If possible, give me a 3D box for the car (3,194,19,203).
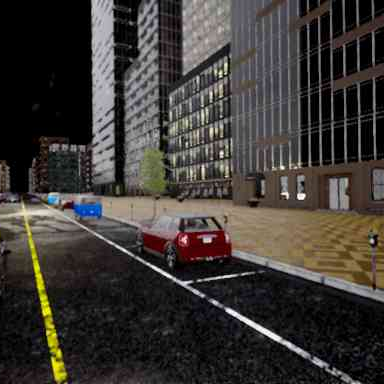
[{"bbox_3d":[-31.230,1.210,58.047,2.128,1.511,4.902,0,0,-27],"label":"car"}]

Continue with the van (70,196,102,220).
[{"bbox_3d":[-8.136,1.188,25.819,1.690,1.788,3.998,0,0,-27],"label":"van"}]

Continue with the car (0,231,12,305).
[{"bbox_3d":[-5.274,1.513,7.660,2.033,1.411,5.357,0,0,-27],"label":"car"}]

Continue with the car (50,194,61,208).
[{"bbox_3d":[-15.893,1.298,40.809,1.752,1.417,4.829,0,0,-27],"label":"car"}]

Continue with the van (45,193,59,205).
[{"bbox_3d":[-20.933,1.067,50.553,1.690,1.788,3.998,0,0,-27],"label":"van"}]

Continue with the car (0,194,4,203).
[{"bbox_3d":[-36.055,1.259,61.543,1.887,1.381,4.507,1,0,-27],"label":"car"}]

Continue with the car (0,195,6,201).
[{"bbox_3d":[-41.174,1.251,71.438,1.802,1.307,4.206,1,0,-27],"label":"car"}]

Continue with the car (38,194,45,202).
[{"bbox_3d":[-28.690,1.180,65.543,1.752,1.417,4.829,0,0,-27],"label":"car"}]

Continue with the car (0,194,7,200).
[{"bbox_3d":[-46.292,1.167,81.331,1.887,1.381,4.507,1,0,-27],"label":"car"}]

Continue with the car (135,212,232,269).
[{"bbox_3d":[-0.460,1.361,10.978,1.967,1.590,4.097,0,0,-27],"label":"car"}]

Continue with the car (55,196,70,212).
[{"bbox_3d":[-13.256,1.380,35.711,1.802,1.307,4.206,0,0,-27],"label":"car"}]

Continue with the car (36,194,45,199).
[{"bbox_3d":[-38.848,1.108,85.181,1.887,1.381,4.507,0,0,-27],"label":"car"}]
